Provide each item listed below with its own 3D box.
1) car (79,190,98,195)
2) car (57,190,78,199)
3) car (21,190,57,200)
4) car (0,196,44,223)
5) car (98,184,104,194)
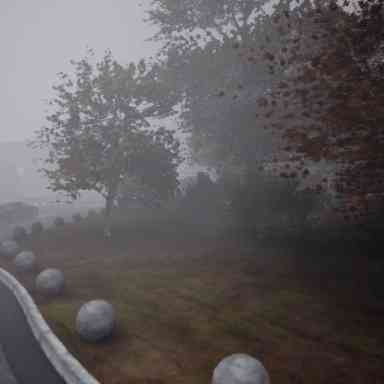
[{"bbox_3d":[-18.916,-0.113,56.963,1.946,1.575,5.366,0,3,15],"label":"car"},{"bbox_3d":[-20.361,0.170,51.638,1.946,1.575,5.366,0,3,15],"label":"car"},{"bbox_3d":[-21.815,0.456,46.317,1.946,1.575,5.366,0,3,15],"label":"car"},{"bbox_3d":[-13.615,1.403,25.275,1.837,1.490,4.892,0,2,5],"label":"car"},{"bbox_3d":[-17.397,-0.659,62.548,2.435,2.045,5.566,0,3,15],"label":"car"}]
